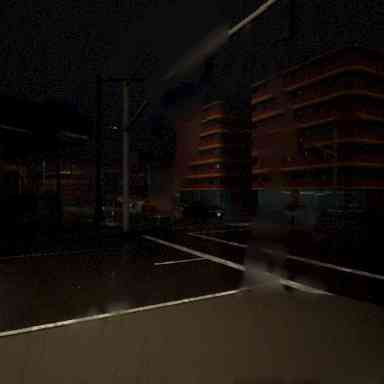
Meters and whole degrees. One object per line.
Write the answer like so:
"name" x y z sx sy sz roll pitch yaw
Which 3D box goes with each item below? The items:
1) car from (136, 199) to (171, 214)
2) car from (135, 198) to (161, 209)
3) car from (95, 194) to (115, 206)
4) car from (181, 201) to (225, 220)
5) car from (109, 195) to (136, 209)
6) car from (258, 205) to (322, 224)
"car" -4.019 1.477 36.314 1.882 1.535 5.008 0 0 -30
"car" -6.365 1.599 47.587 1.895 1.301 4.718 0 0 -30
"car" -14.229 1.504 53.744 1.837 1.490 4.892 0 0 -30
"car" 0.852 1.490 28.039 2.128 1.511 4.902 0 0 -30
"car" -9.116 1.491 44.977 2.128 1.511 4.902 0 0 -30
"car" 7.077 1.599 24.718 1.895 1.301 4.718 0 0 -30
